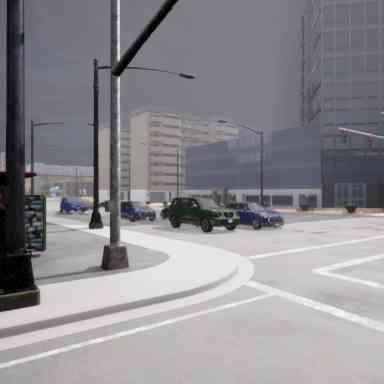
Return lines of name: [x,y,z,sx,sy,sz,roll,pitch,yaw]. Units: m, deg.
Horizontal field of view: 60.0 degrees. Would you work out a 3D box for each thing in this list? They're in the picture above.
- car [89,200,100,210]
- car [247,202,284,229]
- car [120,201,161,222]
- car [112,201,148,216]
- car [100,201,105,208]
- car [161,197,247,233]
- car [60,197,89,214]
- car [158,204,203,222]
car: [-16.159,1.929,50.383,2.097,1.767,4.553,0,-1,-36]
car: [3.975,1.458,22.476,2.097,1.767,4.553,0,-1,-36]
car: [-4.945,1.580,28.814,2.097,1.767,4.553,0,-1,-36]
car: [-7.061,1.842,37.697,2.128,1.511,4.902,0,-1,-36]
car: [-15.892,2.280,62.111,1.994,1.385,4.181,0,-1,-36]
car: [0.570,1.335,21.210,2.150,2.045,5.566,0,-1,-36]
car: [-15.832,1.723,43.892,2.150,2.045,5.566,0,-1,-35]
car: [-1.099,1.768,29.467,1.994,1.385,4.181,0,-1,-36]
